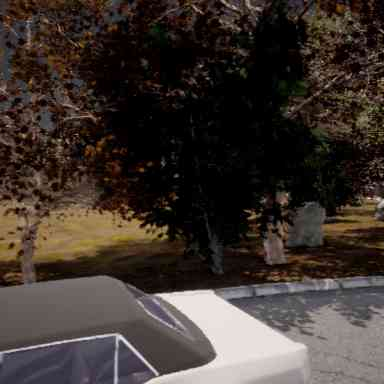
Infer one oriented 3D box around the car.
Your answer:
[{"bbox_3d":[-1.459,1.529,2.674,4.718,1.301,1.895,-1,1,-25],"label":"car"}]
